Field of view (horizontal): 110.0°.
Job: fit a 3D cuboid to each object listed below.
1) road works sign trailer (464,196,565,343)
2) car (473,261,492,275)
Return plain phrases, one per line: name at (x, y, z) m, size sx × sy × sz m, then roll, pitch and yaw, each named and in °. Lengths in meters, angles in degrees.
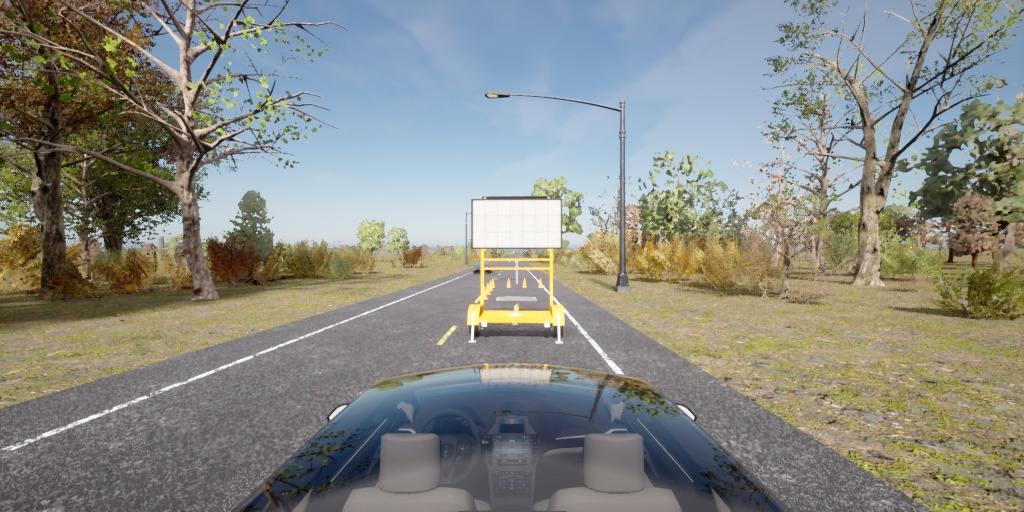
road works sign trailer at (0.130, 0.211, 9.638) m, size 2.380 × 3.560 × 2.880 m, roll 0°, pitch 0°, yaw 2°
car at (-3.188, 1.281, 39.694) m, size 2.033 × 1.411 × 5.357 m, roll 0°, pitch 0°, yaw 0°
